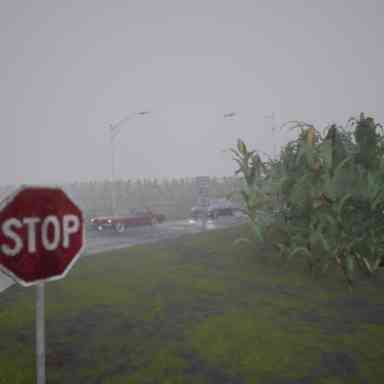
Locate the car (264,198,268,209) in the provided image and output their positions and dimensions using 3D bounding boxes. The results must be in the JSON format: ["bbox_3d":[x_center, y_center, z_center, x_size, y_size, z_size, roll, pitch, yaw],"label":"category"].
[{"bbox_3d":[9.383,1.319,39.117,2.128,1.511,4.902,-2,0,35],"label":"car"}]

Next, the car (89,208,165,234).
[{"bbox_3d":[-3.798,1.656,20.050,1.895,1.301,4.718,-2,-1,35],"label":"car"}]

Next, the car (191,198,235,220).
[{"bbox_3d":[1.800,1.315,28.160,2.097,1.767,4.553,-2,-1,34],"label":"car"}]
